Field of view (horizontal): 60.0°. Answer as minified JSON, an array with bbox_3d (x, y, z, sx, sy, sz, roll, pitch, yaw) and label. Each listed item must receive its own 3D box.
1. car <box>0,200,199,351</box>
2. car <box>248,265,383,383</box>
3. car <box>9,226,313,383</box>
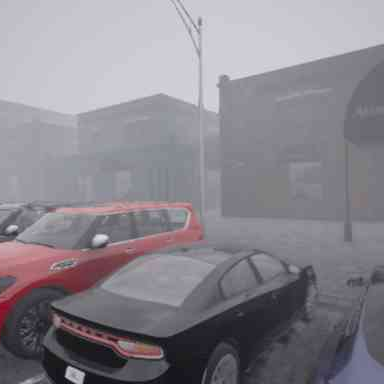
[{"bbox_3d":[-1.878,1.248,6.574,2.435,2.045,5.566,0,0,35],"label":"car"},{"bbox_3d":[2.642,1.510,3.421,2.163,1.488,4.792,0,0,35],"label":"car"},{"bbox_3d":[0.381,1.484,4.991,2.097,1.535,5.008,0,0,35],"label":"car"}]
